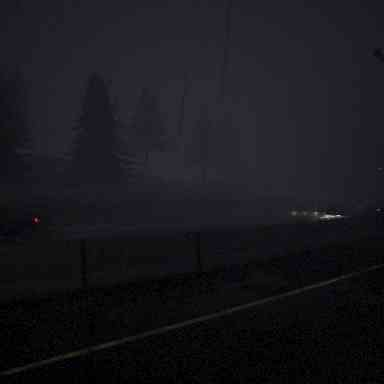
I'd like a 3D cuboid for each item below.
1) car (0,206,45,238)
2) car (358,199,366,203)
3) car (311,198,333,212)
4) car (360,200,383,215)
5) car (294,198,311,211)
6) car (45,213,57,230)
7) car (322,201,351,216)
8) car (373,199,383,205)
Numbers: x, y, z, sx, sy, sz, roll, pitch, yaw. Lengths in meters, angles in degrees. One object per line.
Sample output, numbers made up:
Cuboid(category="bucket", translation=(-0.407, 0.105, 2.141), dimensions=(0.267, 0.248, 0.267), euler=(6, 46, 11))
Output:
Cuboid(category="car", translation=(-10.755, 1.629, 17.900), dimensions=(4.553, 1.767, 2.097), euler=(0, -1, -36))
Cuboid(category="car", translation=(38.515, 2.260, 74.907), dimensions=(1.812, 1.442, 4.674), euler=(0, -1, 23))
Cuboid(category="car", translation=(19.141, 1.955, 47.543), dimensions=(2.097, 1.767, 4.553), euler=(-1, -1, 37))
Cuboid(category="car", translation=(21.555, 2.007, 39.181), dimensions=(1.812, 1.442, 4.674), euler=(-1, -1, 39))
Cuboid(category="car", translation=(17.552, 1.879, 51.280), dimensions=(2.150, 2.045, 5.566), euler=(-1, -1, 36))
Cuboid(category="car", translation=(-11.374, 1.858, 21.751), dimensions=(4.674, 1.442, 1.812), euler=(0, -1, -37))
Cuboid(category="car", translation=(17.545, 2.065, 39.804), dimensions=(1.994, 1.385, 4.181), euler=(-1, -1, 39))
Cuboid(category="car", translation=(42.618, 2.258, 75.712), dimensions=(2.033, 1.411, 5.357), euler=(0, -1, 22))
